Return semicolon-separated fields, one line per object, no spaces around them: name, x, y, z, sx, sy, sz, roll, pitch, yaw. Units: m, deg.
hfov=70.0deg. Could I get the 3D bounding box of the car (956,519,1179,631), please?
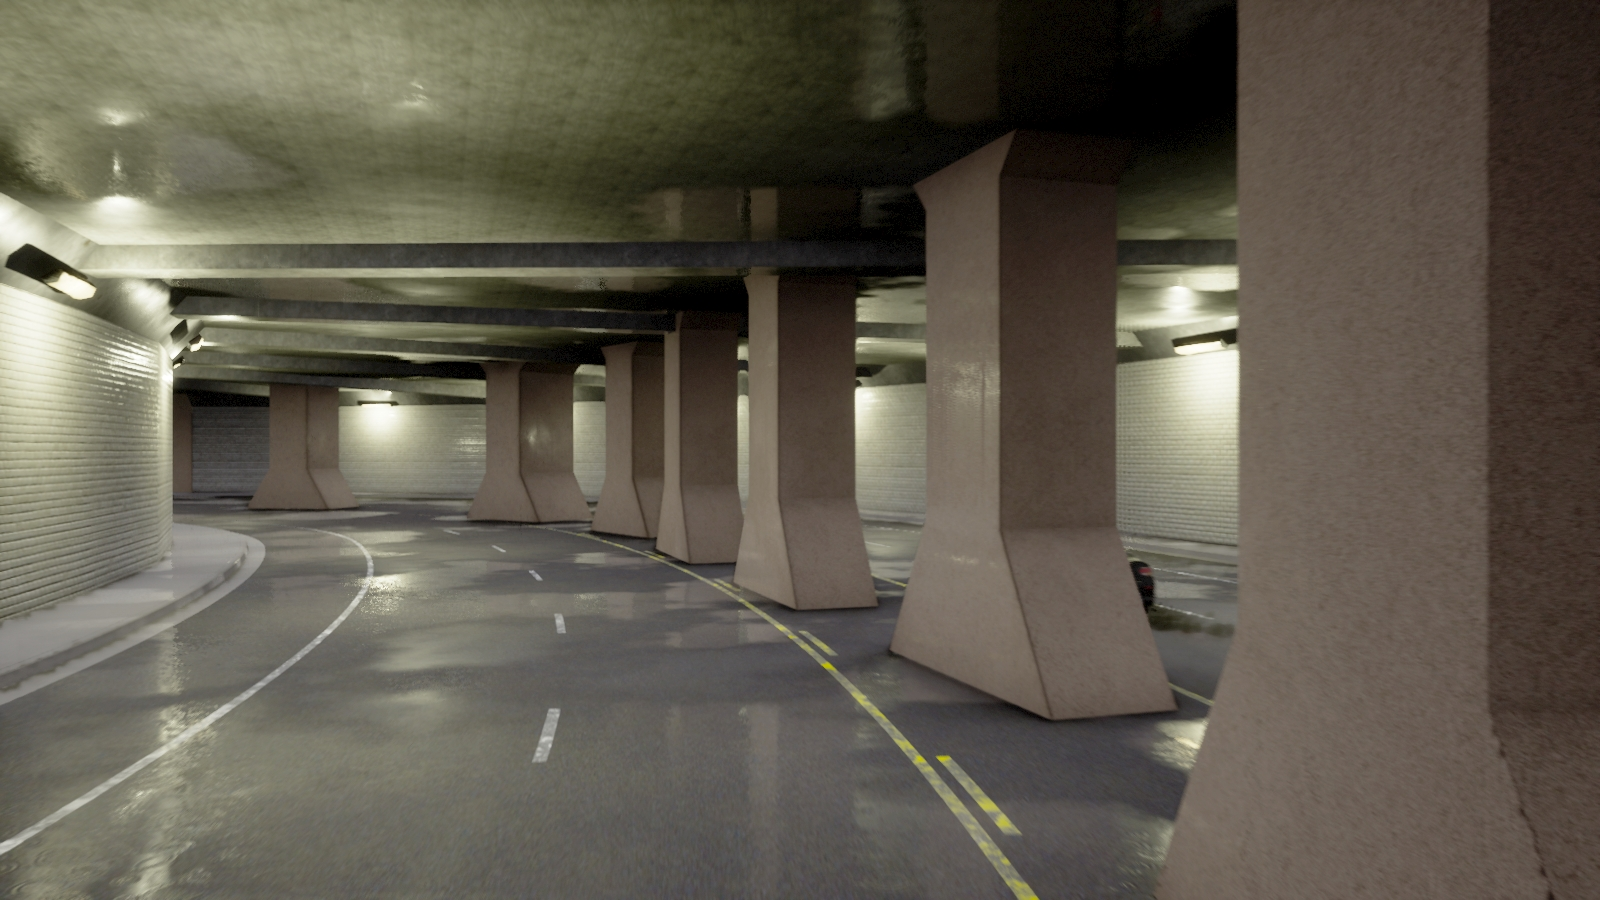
car;4.516;2.080;20.152;2.002;1.442;4.674;0;0;-13
